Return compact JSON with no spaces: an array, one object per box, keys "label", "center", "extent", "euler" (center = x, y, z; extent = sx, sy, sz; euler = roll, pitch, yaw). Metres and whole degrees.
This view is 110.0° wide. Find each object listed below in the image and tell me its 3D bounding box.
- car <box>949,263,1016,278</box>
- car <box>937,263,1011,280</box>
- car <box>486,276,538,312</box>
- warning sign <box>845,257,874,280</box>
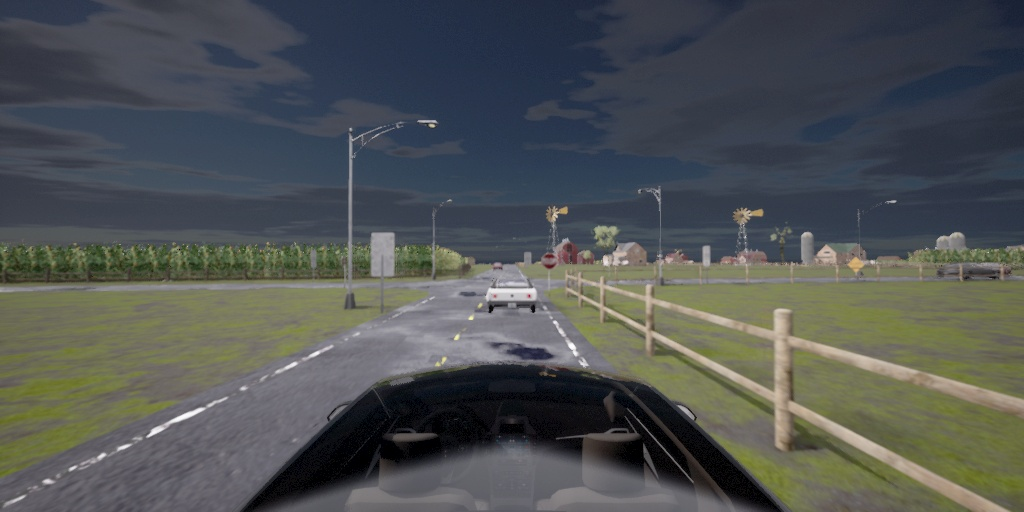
[{"label":"car","center":[47.276,1.431,36.057],"extent":[4.674,1.442,1.812],"euler":[0,-1,-4]},{"label":"car","center":[41.876,1.371,32.805],"extent":[4.902,1.511,2.128],"euler":[0,-1,-4]},{"label":"car","center":[-0.006,1.501,15.088],"extent":[1.895,1.301,4.718],"euler":[0,-1,0]},{"label":"warning sign","center":[28.065,1.005,29.192],"extent":[1.060,1.860,1.300],"euler":[0,0,-5]}]
